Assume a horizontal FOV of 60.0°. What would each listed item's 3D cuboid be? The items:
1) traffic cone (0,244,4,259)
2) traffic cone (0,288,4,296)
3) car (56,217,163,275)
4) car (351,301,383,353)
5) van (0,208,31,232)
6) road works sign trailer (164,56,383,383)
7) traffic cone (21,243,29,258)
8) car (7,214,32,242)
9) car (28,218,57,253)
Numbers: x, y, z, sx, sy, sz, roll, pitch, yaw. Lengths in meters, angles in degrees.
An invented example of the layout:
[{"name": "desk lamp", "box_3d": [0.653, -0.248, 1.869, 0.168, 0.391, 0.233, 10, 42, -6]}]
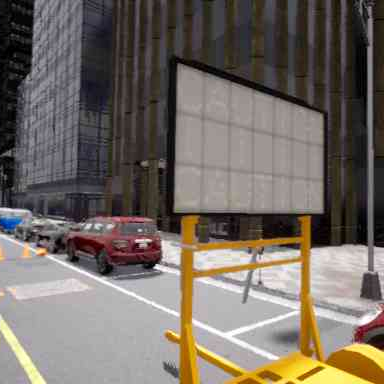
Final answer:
[{"name": "traffic cone", "box_3d": [-7.808, 2.423, 13.495, 0.340, 0.580, 0.340, 3, -3, -39]}, {"name": "traffic cone", "box_3d": [-4.834, 2.244, 8.192, 0.340, 0.580, 0.340, 3, -3, -39]}, {"name": "car", "box_3d": [-3.034, 1.830, 12.439, 2.192, 1.841, 5.009, 3, -3, -39]}, {"name": "car", "box_3d": [3.994, 1.701, 3.671, 1.967, 1.590, 4.097, 3, -3, -39]}, {"name": "van", "box_3d": [-13.582, 2.239, 25.583, 1.690, 1.788, 3.998, 3, -3, -39]}, {"name": "road works sign trailer", "box_3d": [0.570, 0.652, 3.597, 2.380, 3.560, 2.880, 3, -3, -39]}, {"name": "traffic cone", "box_3d": [-7.028, 2.467, 14.120, 0.340, 0.580, 0.340, 3, -3, -39]}, {"name": "car", "box_3d": [-10.070, 2.321, 21.192, 2.008, 1.369, 4.403, 3, -3, -39]}, {"name": "car", "box_3d": [-6.555, 2.208, 16.810, 1.947, 1.339, 4.313, 3, -3, -39]}]
